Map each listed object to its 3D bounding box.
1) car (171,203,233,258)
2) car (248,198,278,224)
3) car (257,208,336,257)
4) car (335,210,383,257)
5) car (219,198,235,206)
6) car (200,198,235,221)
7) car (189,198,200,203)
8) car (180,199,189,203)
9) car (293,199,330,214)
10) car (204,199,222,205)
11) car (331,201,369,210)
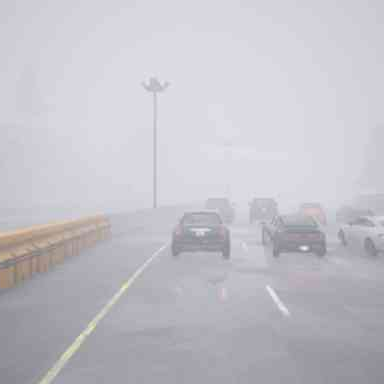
[{"bbox_3d":[0.466,1.480,13.604,2.097,1.767,4.553,0,-1,5],"label":"car"},{"bbox_3d":[5.816,1.478,27.231,2.150,2.045,5.566,0,0,11],"label":"car"},{"bbox_3d":[3.977,1.638,13.535,1.837,1.490,4.892,0,0,5],"label":"car"},{"bbox_3d":[7.475,1.656,13.334,1.812,1.442,4.674,0,0,5],"label":"car"},{"bbox_3d":[7.890,2.183,74.487,1.882,1.535,5.008,0,-1,28],"label":"car"},{"bbox_3d":[2.374,1.482,27.866,2.150,2.045,5.566,0,0,11],"label":"car"},{"bbox_3d":[1.894,2.233,78.104,1.837,1.490,4.892,0,-1,28],"label":"car"},{"bbox_3d":[-1.104,2.299,79.912,1.994,1.385,4.181,0,-1,28],"label":"car"},{"bbox_3d":[9.275,1.607,26.658,2.097,1.767,4.553,0,-1,11],"label":"car"},{"bbox_3d":[4.892,2.259,76.295,2.033,1.411,5.357,0,-1,28],"label":"car"},{"bbox_3d":[12.800,1.734,26.412,1.882,1.535,5.008,0,0,11],"label":"car"}]
